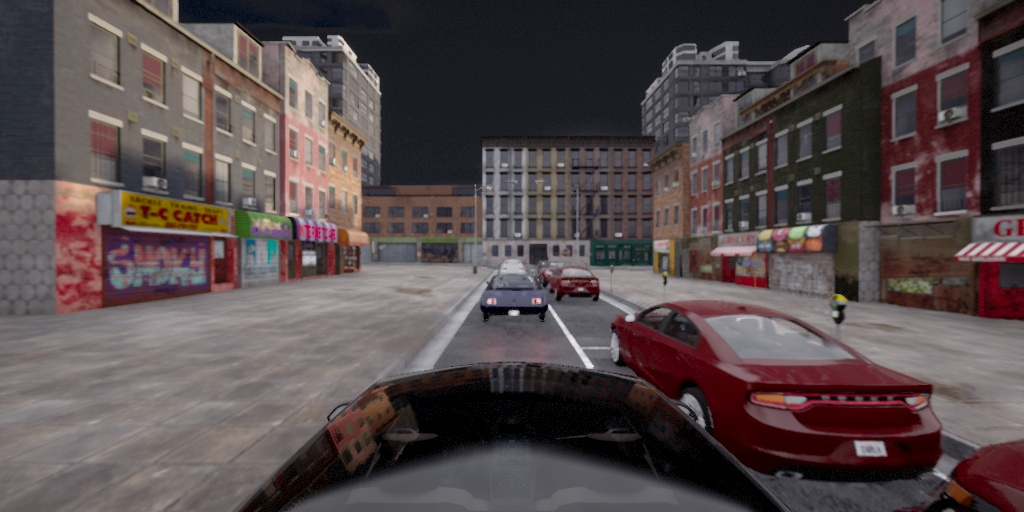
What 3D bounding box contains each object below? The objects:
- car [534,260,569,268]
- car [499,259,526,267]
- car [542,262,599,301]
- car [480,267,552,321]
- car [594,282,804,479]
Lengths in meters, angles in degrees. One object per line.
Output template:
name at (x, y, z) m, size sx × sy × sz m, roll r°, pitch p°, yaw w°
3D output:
car at (2.605, 0.928, 21.387) m, size 1.967 × 1.591 × 4.097 m, roll 0°, pitch 0°, yaw 0°
car at (0.042, 0.948, 26.392) m, size 1.812 × 1.442 × 4.674 m, roll 0°, pitch 1°, yaw 0°
car at (2.615, 1.106, 15.884) m, size 1.888 × 1.381 × 4.507 m, roll 0°, pitch 0°, yaw 0°
car at (0.072, 1.215, 11.845) m, size 1.895 × 1.301 × 4.718 m, roll 0°, pitch 1°, yaw 0°
car at (2.634, 1.252, 4.878) m, size 1.888 × 1.381 × 4.507 m, roll 0°, pitch 0°, yaw 0°
